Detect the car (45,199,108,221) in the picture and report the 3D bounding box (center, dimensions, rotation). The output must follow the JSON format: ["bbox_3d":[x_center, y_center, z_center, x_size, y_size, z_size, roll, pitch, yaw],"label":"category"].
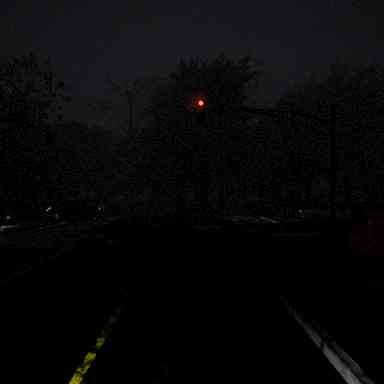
[{"bbox_3d":[-9.113,1.325,26.276,4.553,1.767,2.097,0,0,0],"label":"car"}]

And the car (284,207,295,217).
[{"bbox_3d":[10.710,1.651,29.596,4.718,1.301,1.895,0,0,0],"label":"car"}]

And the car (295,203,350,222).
[{"bbox_3d":[10.995,1.648,26.342,4.718,1.301,1.895,0,0,0],"label":"car"}]

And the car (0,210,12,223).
[{"bbox_3d":[-14.896,1.472,22.807,4.674,1.442,1.812,0,0,0],"label":"car"}]
